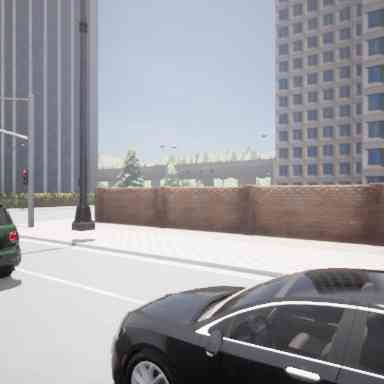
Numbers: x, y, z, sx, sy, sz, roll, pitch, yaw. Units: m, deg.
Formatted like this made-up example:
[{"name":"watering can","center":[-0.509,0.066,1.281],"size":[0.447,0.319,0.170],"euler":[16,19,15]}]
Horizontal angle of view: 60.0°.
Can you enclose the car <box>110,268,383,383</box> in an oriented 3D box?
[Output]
[{"name":"car","center":[1.328,1.505,3.046],"size":[4.892,1.490,1.837],"euler":[0,0,36]}]

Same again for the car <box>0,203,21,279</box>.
[{"name":"car","center":[-6.748,1.218,8.791],"size":[5.566,2.045,2.150],"euler":[0,0,35]}]
